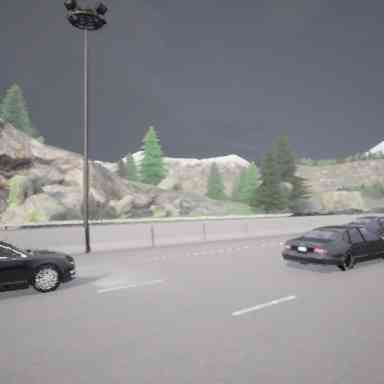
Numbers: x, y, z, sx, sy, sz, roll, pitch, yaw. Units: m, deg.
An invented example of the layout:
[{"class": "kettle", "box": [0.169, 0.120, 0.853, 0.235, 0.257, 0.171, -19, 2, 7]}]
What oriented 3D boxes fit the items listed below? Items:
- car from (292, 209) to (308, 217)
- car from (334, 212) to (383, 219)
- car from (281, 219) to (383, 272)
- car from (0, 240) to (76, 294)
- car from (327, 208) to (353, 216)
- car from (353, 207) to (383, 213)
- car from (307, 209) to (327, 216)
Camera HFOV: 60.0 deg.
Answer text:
[{"class": "car", "box": [16.390, 3.083, 46.688, 4.718, 1.301, 1.895, 0, -2, -25]}, {"class": "car", "box": [11.191, 2.143, 20.018, 5.357, 1.411, 2.033, 1, -2, -31]}, {"class": "car", "box": [5.651, 1.930, 12.281, 5.357, 1.411, 2.033, 1, -2, -35]}, {"class": "car", "box": [-5.412, 1.866, 8.253, 4.892, 1.490, 1.837, 1, -3, -39]}, {"class": "car", "box": [19.216, 2.745, 40.291, 4.892, 1.490, 1.837, 1, -2, -25]}, {"class": "car", "box": [20.869, 2.491, 37.208, 4.553, 1.767, 2.097, 0, -2, -25]}, {"class": "car", "box": [17.895, 3.022, 43.528, 4.718, 1.301, 1.895, 0, -2, -25]}]
